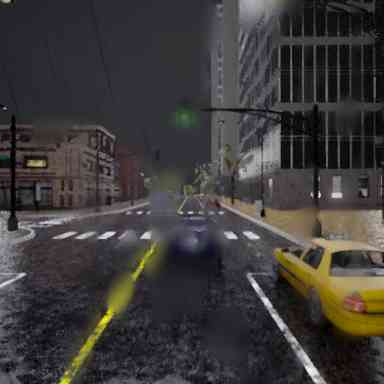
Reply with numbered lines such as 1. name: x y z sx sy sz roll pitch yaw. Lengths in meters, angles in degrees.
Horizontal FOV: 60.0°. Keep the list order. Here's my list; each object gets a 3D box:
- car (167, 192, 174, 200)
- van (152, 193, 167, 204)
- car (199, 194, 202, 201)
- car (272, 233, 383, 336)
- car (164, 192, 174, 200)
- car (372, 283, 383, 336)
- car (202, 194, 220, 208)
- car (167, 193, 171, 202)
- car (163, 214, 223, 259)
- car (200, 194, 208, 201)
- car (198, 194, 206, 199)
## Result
1. car: -5.668 1.286 72.212 1.947 1.339 4.313 1 0 0
2. van: -5.667 1.125 55.608 1.690 1.788 3.998 1 0 0
3. car: 2.713 1.244 72.369 1.752 1.417 4.829 1 0 0
4. car: 2.841 1.498 6.747 1.752 1.417 4.829 1 0 0
5. car: -5.663 0.992 83.280 2.192 1.841 5.009 1 0 0
6. car: 2.669 1.562 0.934 1.947 1.339 4.313 1 0 0
7. car: 2.710 1.266 44.524 1.967 1.590 4.097 1 0 0
8. car: -5.669 1.323 66.678 1.802 1.307 4.206 1 0 0
9. car: 0.047 1.514 12.344 1.994 1.385 4.181 0 0 0
10. car: 2.714 1.223 77.903 1.752 1.417 4.829 1 0 0
11. car: 2.715 1.201 88.803 1.887 1.381 4.507 1 0 0
